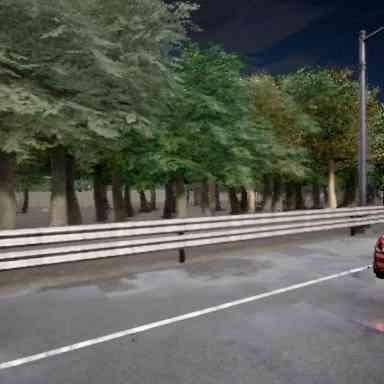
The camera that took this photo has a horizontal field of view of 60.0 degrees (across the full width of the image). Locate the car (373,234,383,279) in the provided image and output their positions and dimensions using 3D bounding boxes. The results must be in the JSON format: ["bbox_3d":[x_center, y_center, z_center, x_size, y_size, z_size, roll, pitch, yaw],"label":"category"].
[{"bbox_3d":[6.638,1.281,8.483,4.553,1.767,2.097,0,0,-35],"label":"car"}]
